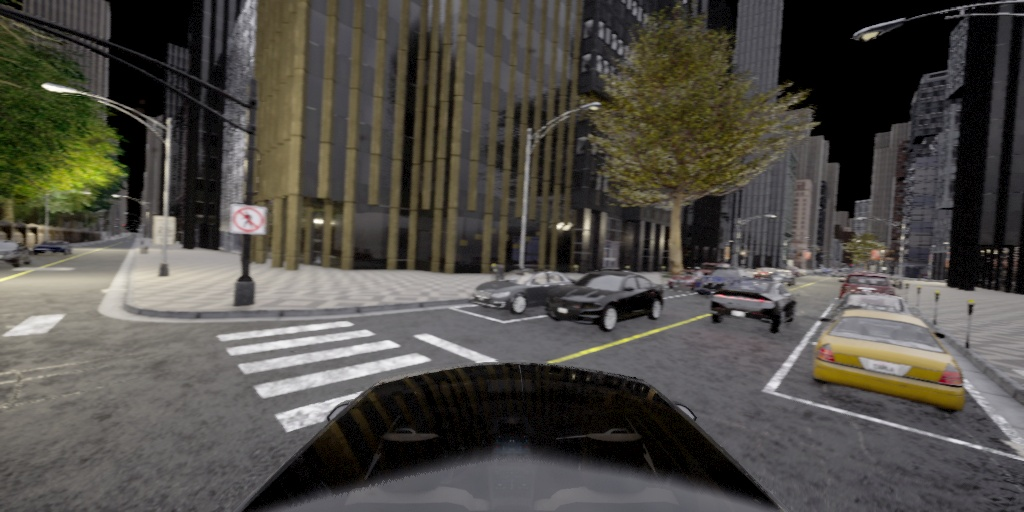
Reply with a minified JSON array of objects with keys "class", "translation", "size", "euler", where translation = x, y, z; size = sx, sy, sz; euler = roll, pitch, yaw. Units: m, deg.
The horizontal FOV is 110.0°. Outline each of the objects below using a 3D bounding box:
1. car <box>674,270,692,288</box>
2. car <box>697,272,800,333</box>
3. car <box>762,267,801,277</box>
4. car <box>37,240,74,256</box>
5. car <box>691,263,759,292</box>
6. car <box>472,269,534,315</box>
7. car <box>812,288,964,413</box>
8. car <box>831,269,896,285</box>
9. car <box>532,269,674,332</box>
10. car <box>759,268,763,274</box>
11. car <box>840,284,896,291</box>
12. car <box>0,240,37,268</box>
[{"class":"car","translation":[12.046,1.584,24.401],"size":[1.802,1.307,4.207],"euler":[0,0,44]},{"class":"car","translation":[8.281,1.523,12.166],"size":[2.128,1.511,4.902],"euler":[5,2,44]},{"class":"car","translation":[26.873,2.143,35.714],"size":[2.128,1.511,4.902],"euler":[5,2,44]},{"class":"car","translation":[-41.372,-0.730,32.402],"size":[4.718,1.301,1.895],"euler":[3,1,44]},{"class":"car","translation":[12.582,1.453,21.051],"size":[2.097,1.767,4.553],"euler":[5,2,44]},{"class":"car","translation":[0.555,1.118,12.514],"size":[2.007,1.370,4.403],"euler":[0,0,44]},{"class":"car","translation":[6.791,1.578,6.718],"size":[1.751,1.417,4.829],"euler":[0,0,44]},{"class":"car","translation":[18.162,1.802,18.482],"size":[2.192,1.841,5.009],"euler":[0,0,44]},{"class":"car","translation":[3.054,1.219,11.213],"size":[1.882,1.535,5.008],"euler":[5,2,43]},{"class":"car","translation":[31.198,2.171,44.213],"size":[1.967,1.591,4.097],"euler":[0,0,44]},{"class":"car","translation":[10.503,1.748,10.558],"size":[2.007,1.370,4.403],"euler":[0,0,44]},{"class":"car","translation":[-28.322,-0.156,19.818],"size":[4.674,1.442,1.812],"euler":[3,1,43]}]
